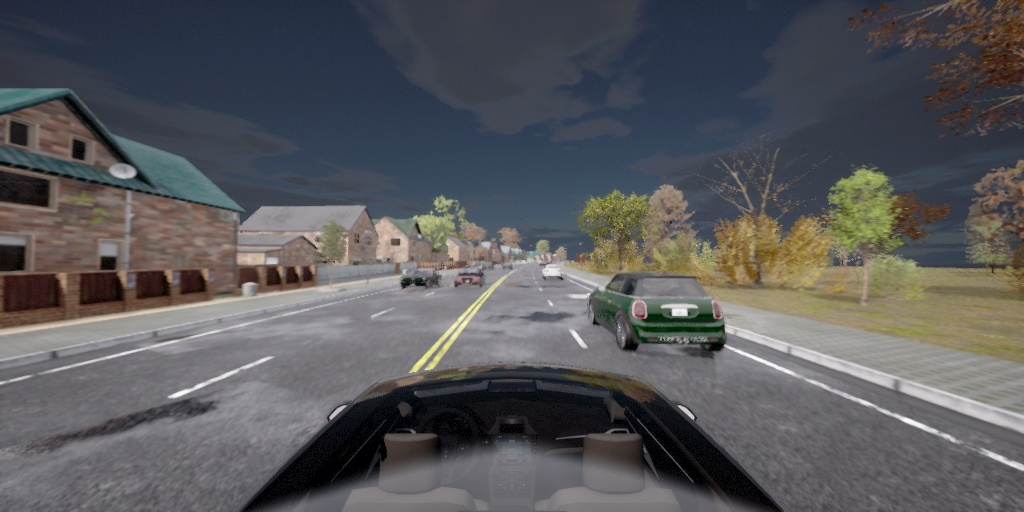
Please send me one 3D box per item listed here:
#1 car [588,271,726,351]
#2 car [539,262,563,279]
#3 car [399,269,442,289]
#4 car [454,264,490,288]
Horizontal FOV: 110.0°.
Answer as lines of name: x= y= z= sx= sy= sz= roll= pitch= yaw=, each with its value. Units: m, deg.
car: x=3.395 y=1.176 z=9.351 sx=2.097 sy=1.767 sz=4.553 roll=0 pitch=-1 yaw=0
car: x=4.033 y=1.601 z=36.546 sx=1.812 sy=1.442 sz=4.674 roll=0 pitch=0 yaw=2
car: x=-6.287 y=1.564 z=25.101 sx=1.895 sy=1.301 sz=4.718 roll=0 pitch=-1 yaw=2
car: x=-2.993 y=1.541 z=26.360 sx=1.994 sy=1.385 sz=4.181 roll=0 pitch=-1 yaw=2
